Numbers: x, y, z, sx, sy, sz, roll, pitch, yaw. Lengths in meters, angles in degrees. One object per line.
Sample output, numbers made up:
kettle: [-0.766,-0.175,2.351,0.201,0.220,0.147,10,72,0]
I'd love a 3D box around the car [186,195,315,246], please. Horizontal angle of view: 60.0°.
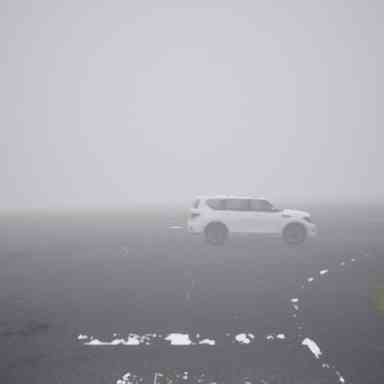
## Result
car: [2.535,1.170,14.879,5.566,2.045,2.150,0,1,0]
